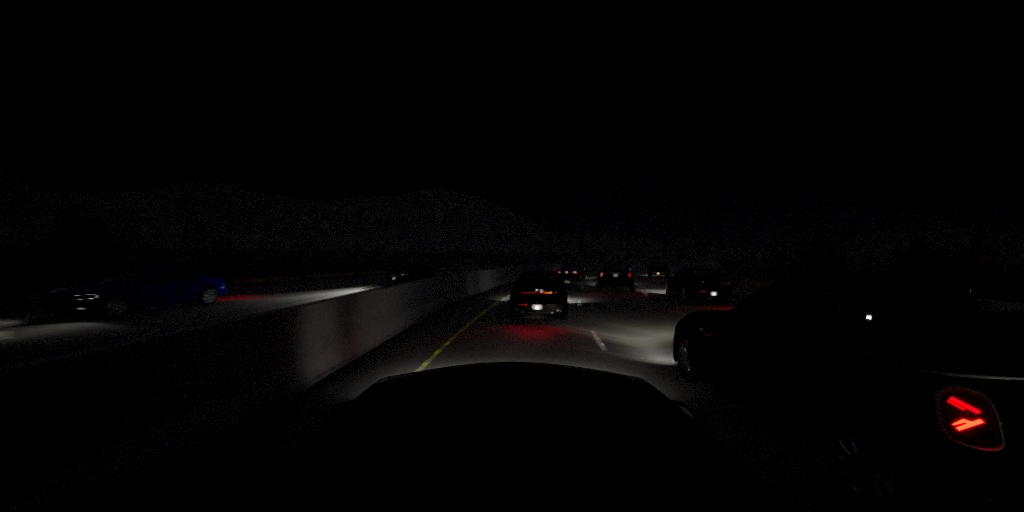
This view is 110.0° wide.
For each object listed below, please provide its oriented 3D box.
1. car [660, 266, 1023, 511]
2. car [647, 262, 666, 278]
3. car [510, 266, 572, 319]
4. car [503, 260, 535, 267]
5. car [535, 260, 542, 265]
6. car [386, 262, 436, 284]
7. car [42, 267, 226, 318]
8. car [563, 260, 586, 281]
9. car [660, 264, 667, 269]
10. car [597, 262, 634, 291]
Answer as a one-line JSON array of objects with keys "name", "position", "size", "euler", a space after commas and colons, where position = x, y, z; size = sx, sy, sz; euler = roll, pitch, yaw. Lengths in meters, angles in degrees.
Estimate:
[{"name": "car", "position": [3.797, 1.122, 4.367], "size": [2.097, 1.767, 4.553], "euler": [0, 0, 2]}, {"name": "car", "position": [14.444, 1.352, 35.290], "size": [1.837, 1.490, 4.892], "euler": [0, 0, 23]}, {"name": "car", "position": [1.031, 1.268, 12.957], "size": [1.837, 1.490, 4.892], "euler": [0, 0, 7]}, {"name": "car", "position": [0.331, 1.335, 38.304], "size": [2.033, 1.411, 5.357], "euler": [0, 0, 22]}, {"name": "car", "position": [3.446, 1.347, 59.453], "size": [1.812, 1.442, 4.674], "euler": [0, 0, 33]}, {"name": "car", "position": [-7.263, 1.233, 26.222], "size": [2.128, 1.511, 4.902], "euler": [0, 0, 14]}, {"name": "car", "position": [-13.238, 1.180, 13.067], "size": [1.882, 1.535, 5.008], "euler": [0, 0, 7]}, {"name": "car", "position": [5.185, 1.349, 30.919], "size": [2.033, 1.411, 5.357], "euler": [0, 0, 19]}, {"name": "car", "position": [8.799, 1.310, 17.224], "size": [1.837, 1.490, 4.892], "euler": [0, 0, 10]}, {"name": "car", "position": [6.476, 1.152, 22.728], "size": [2.097, 1.767, 4.553], "euler": [0, 0, 14]}]
